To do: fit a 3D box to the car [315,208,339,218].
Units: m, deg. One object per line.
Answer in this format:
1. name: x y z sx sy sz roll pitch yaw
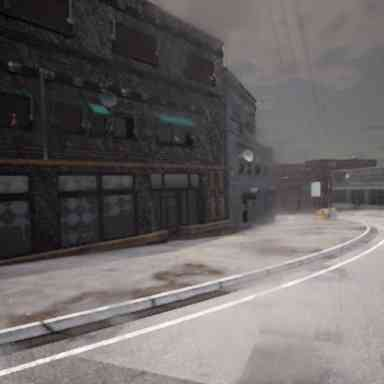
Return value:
1. car: 21.509 3.371 53.144 1.882 1.535 5.008 -2 -4 -4
